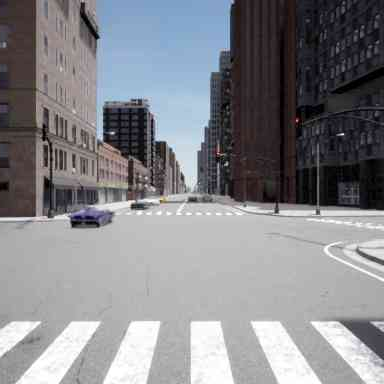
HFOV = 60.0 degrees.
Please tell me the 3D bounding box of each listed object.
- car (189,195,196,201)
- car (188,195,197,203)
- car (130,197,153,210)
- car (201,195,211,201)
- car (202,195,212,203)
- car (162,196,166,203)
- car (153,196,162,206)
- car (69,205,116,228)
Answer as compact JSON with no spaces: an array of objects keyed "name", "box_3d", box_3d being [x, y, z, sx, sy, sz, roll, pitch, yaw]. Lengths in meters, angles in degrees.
[{"name":"car","box_3d":[0.122,1.451,81.408,1.882,1.535,5.008,0,0,0]},{"name":"car","box_3d":[0.107,1.483,70.989,1.882,1.535,5.008,0,0,0]},{"name":"car","box_3d":[-6.525,1.608,41.850,1.895,1.301,4.718,0,0,0]},{"name":"car","box_3d":[3.372,1.498,81.404,2.128,1.511,4.902,0,0,0]},{"name":"car","box_3d":[3.357,1.530,70.984,2.128,1.511,4.902,0,0,0]},{"name":"car","box_3d":[-6.413,1.486,67.517,1.882,1.535,5.008,0,0,0]},{"name":"car","box_3d":[-6.489,1.535,55.373,1.812,1.442,4.674,0,0,1]},{"name":"car","box_3d":[-6.558,1.588,22.282,1.895,1.301,4.718,0,0,0]}]
